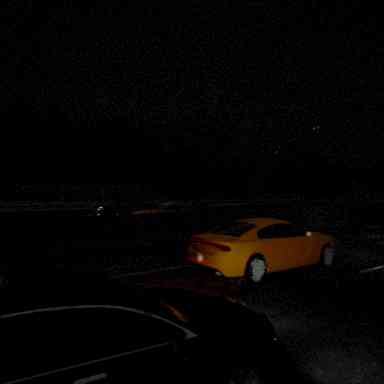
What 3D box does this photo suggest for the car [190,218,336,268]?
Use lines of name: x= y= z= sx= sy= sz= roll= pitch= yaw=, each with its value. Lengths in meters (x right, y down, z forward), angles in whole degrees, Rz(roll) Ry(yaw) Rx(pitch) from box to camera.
car: x=2.223 y=1.504 z=9.758 sx=5.008 sy=1.535 sz=1.882 roll=0 pitch=0 yaw=-36

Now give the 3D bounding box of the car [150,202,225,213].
car: x=0.140 y=1.531 z=21.172 sx=5.008 sy=1.535 sz=1.882 roll=0 pitch=0 yaw=-35

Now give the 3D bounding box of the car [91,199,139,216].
car: x=-6.528 y=1.390 z=29.320 sx=4.553 sy=1.767 sz=2.097 roll=0 pitch=0 yaw=-35

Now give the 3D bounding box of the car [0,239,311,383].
car: x=-1.245 y=1.509 z=2.980 sx=4.892 sy=1.490 sz=1.837 roll=0 pitch=0 yaw=-36

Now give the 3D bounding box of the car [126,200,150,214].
car: x=-1.860 y=1.535 z=24.044 sx=5.008 sy=1.535 sz=1.882 roll=0 pitch=0 yaw=-36

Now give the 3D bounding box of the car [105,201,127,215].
car: x=-3.878 y=1.633 z=26.904 sx=5.357 sy=1.411 sz=2.033 roll=0 pitch=0 yaw=-36
